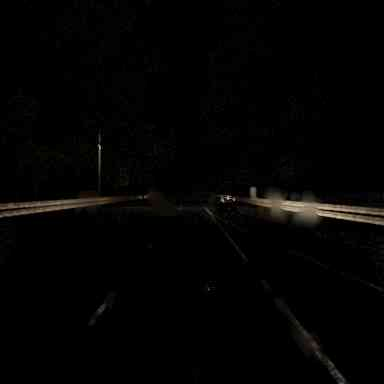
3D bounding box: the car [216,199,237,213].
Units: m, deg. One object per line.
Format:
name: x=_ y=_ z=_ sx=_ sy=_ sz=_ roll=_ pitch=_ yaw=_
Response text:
car: x=3.771 y=1.471 z=36.653 sx=2.128 sy=1.511 sz=4.902 roll=0 pitch=0 yaw=-2
